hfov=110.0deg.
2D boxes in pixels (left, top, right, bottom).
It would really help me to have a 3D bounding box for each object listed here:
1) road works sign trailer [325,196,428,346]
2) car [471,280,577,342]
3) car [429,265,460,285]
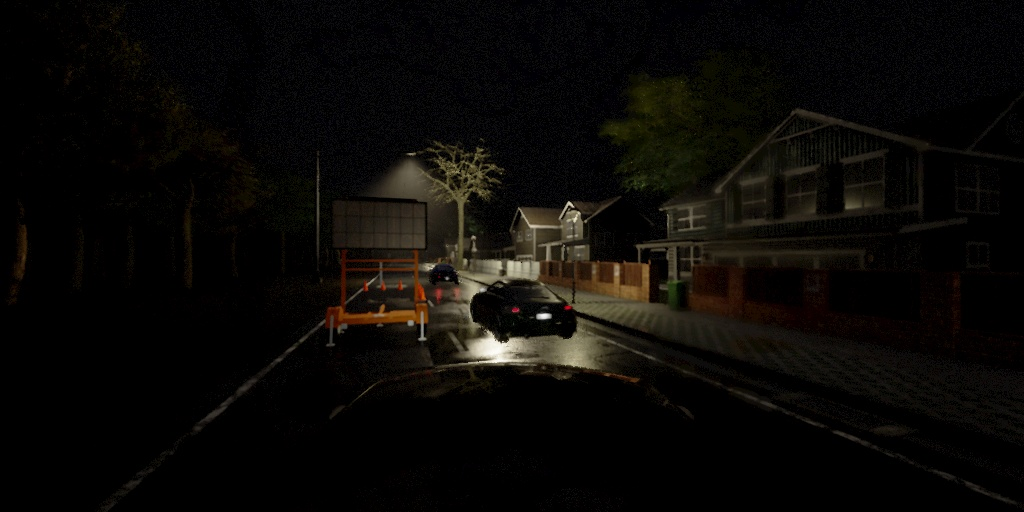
[{"bbox_3d":[-3.531,0.240,9.669,2.380,3.560,2.880,0,0,-17],"label":"road works sign trailer"},{"bbox_3d":[0.122,1.346,10.039,1.994,1.385,4.181,0,0,-17],"label":"car"},{"bbox_3d":[-5.215,1.372,27.186,1.812,1.442,4.674,0,0,-17],"label":"car"}]
